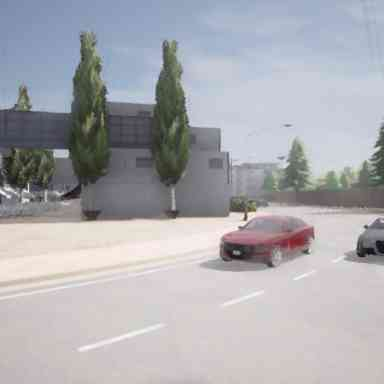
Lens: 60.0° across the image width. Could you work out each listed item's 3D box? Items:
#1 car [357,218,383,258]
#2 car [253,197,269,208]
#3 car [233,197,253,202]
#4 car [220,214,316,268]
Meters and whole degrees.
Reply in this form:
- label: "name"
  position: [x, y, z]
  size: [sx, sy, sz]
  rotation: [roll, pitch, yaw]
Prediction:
- label: "car"
  position: [7.608, 1.694, 12.605]
  size: [1.994, 1.385, 4.181]
  rotation: [0, -1, 34]
- label: "car"
  position: [12.029, 1.850, 60.852]
  size: [2.150, 2.045, 5.566]
  rotation: [0, -1, -12]
- label: "car"
  position: [8.670, 1.976, 59.783]
  size: [2.097, 1.767, 4.553]
  rotation: [0, 0, -11]
- label: "car"
  position: [2.915, 1.606, 12.125]
  size: [1.882, 1.535, 5.008]
  rotation: [0, -1, 39]
